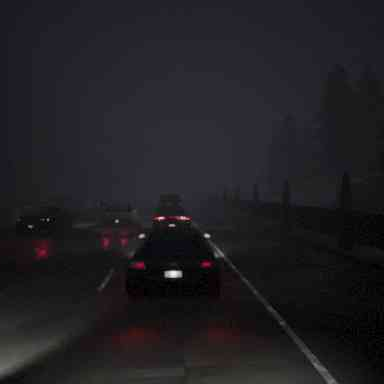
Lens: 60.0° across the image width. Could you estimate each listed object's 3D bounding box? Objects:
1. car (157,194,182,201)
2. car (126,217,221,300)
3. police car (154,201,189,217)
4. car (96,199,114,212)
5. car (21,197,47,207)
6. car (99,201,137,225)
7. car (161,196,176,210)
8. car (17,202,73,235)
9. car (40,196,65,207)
[{"bbox_3d":[-2.050,1.193,30.561,2.150,2.045,5.566,0,1,-5],"label":"car"},{"bbox_3d":[-0.441,1.555,8.440,1.994,1.385,4.181,0,0,-2],"label":"car"},{"bbox_3d":[-1.154,1.485,18.829,2.038,1.542,4.974,0,0,-4],"label":"police car"},{"bbox_3d":[-9.642,1.487,37.741,1.812,1.442,4.674,0,0,-5],"label":"car"},{"bbox_3d":[-25.052,1.495,53.006,2.033,1.411,5.357,0,0,-4],"label":"car"},{"bbox_3d":[-5.017,1.576,23.605,1.895,1.301,4.718,0,0,-4],"label":"car"},{"bbox_3d":[-3.039,1.410,43.109,1.801,1.575,5.366,0,0,-5],"label":"car"},{"bbox_3d":[-8.155,1.507,18.742,1.812,1.442,4.674,0,0,-4],"label":"car"},{"bbox_3d":[-21.423,1.439,51.394,2.128,1.511,4.902,0,0,-4],"label":"car"}]
